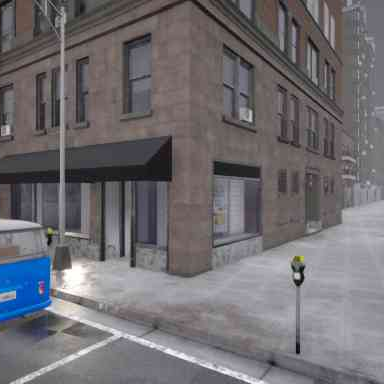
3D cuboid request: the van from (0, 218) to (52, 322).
[{"bbox_3d":[-4.298,1.340,6.085,3.998,1.788,1.690,0,0,35],"label":"van"}]
